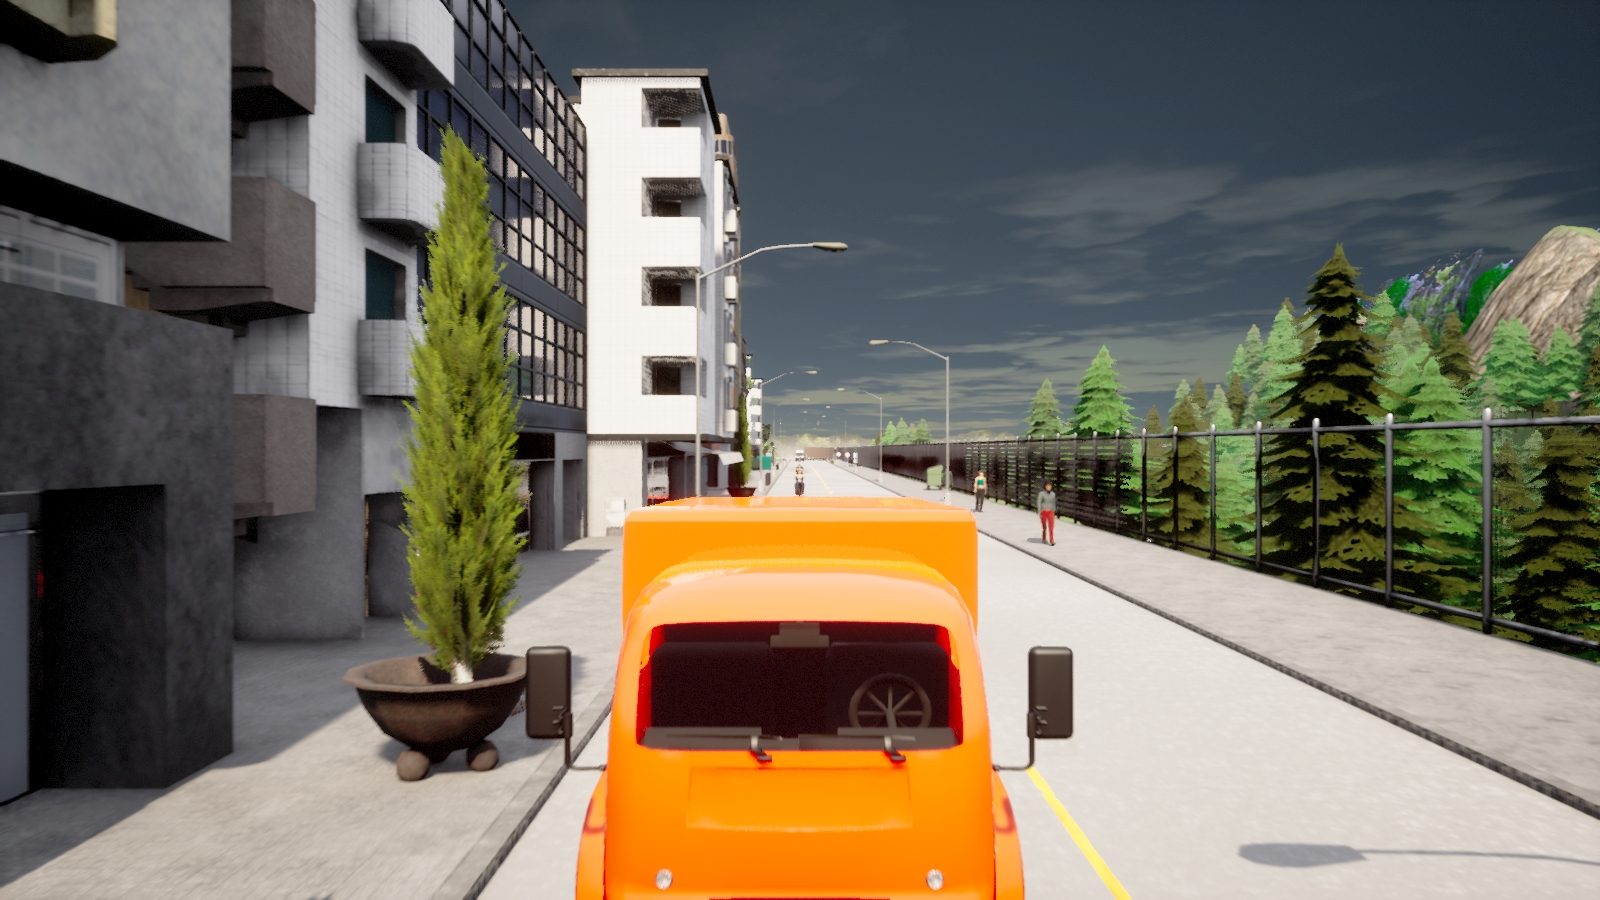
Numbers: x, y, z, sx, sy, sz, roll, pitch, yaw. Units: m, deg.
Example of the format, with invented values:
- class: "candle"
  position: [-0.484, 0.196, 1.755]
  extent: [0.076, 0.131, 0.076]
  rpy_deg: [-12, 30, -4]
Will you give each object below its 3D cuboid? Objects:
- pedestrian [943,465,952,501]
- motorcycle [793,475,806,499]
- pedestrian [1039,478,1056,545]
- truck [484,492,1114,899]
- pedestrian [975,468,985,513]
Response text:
- class: "pedestrian"
  position: [7.610, 1.701, 58.856]
  extent: [0.375, 1.860, 0.375]
  rpy_deg: [0, 0, -13]
- class: "motorcycle"
  position: [-0.019, 2.106, 66.078]
  extent: [0.764, 1.307, 2.356]
  rpy_deg: [0, 0, 0]
- class: "pedestrian"
  position: [6.938, 1.720, 31.998]
  extent: [0.375, 1.860, 0.375]
  rpy_deg: [0, 0, -2]
- class: "truck"
  position: [-0.001, 1.571, 7.366]
  extent: [2.627, 2.467, 5.204]
  rpy_deg: [0, -1, 0]
- class: "pedestrian"
  position: [7.610, 1.709, 48.230]
  extent: [0.375, 1.860, 0.375]
  rpy_deg: [0, 0, 0]
